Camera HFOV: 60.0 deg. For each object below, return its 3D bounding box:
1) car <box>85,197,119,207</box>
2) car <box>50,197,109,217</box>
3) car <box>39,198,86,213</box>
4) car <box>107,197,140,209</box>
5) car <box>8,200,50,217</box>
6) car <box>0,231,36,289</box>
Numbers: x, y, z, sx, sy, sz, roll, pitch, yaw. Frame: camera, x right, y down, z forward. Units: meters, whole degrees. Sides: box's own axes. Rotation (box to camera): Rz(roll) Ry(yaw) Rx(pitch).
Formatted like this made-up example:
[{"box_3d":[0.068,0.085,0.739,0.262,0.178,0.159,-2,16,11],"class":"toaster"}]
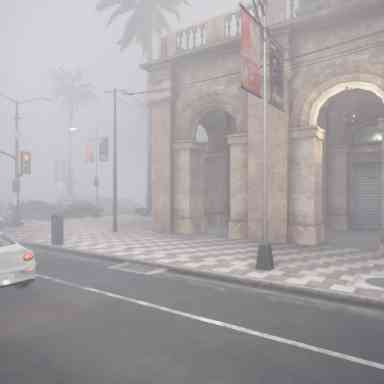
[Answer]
[{"box_3d":[-13.786,1.513,51.035,2.161,1.482,4.786,0,0,35],"class":"car"},{"box_3d":[-10.632,1.525,31.731,1.812,1.442,4.674,0,0,36],"class":"car"},{"box_3d":[-14.809,1.505,38.287,1.837,1.490,4.892,0,0,36],"class":"car"},{"box_3d":[-9.410,1.601,45.822,1.895,1.301,4.718,0,0,36],"class":"car"},{"box_3d":[-14.878,1.505,31.837,1.837,1.490,4.892,0,0,36],"class":"car"},{"box_3d":[-5.527,1.526,7.900,4.674,1.442,1.812,0,0,36],"class":"car"}]
